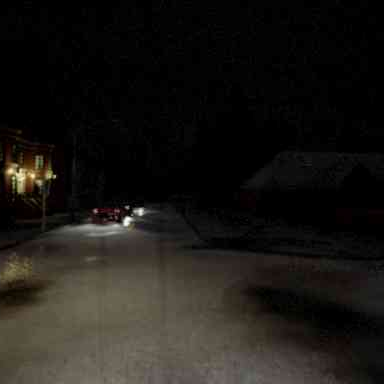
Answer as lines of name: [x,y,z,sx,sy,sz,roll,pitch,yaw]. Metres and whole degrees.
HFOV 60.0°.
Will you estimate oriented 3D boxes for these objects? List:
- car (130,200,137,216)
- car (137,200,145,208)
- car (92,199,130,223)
car: [-7.133,1.504,33.897,2.097,1.767,4.553,1,-1,-5]
car: [-8.704,1.881,53.887,1.895,1.301,4.718,1,0,-4]
car: [-6.506,1.456,26.464,2.097,1.767,4.553,1,0,-5]
